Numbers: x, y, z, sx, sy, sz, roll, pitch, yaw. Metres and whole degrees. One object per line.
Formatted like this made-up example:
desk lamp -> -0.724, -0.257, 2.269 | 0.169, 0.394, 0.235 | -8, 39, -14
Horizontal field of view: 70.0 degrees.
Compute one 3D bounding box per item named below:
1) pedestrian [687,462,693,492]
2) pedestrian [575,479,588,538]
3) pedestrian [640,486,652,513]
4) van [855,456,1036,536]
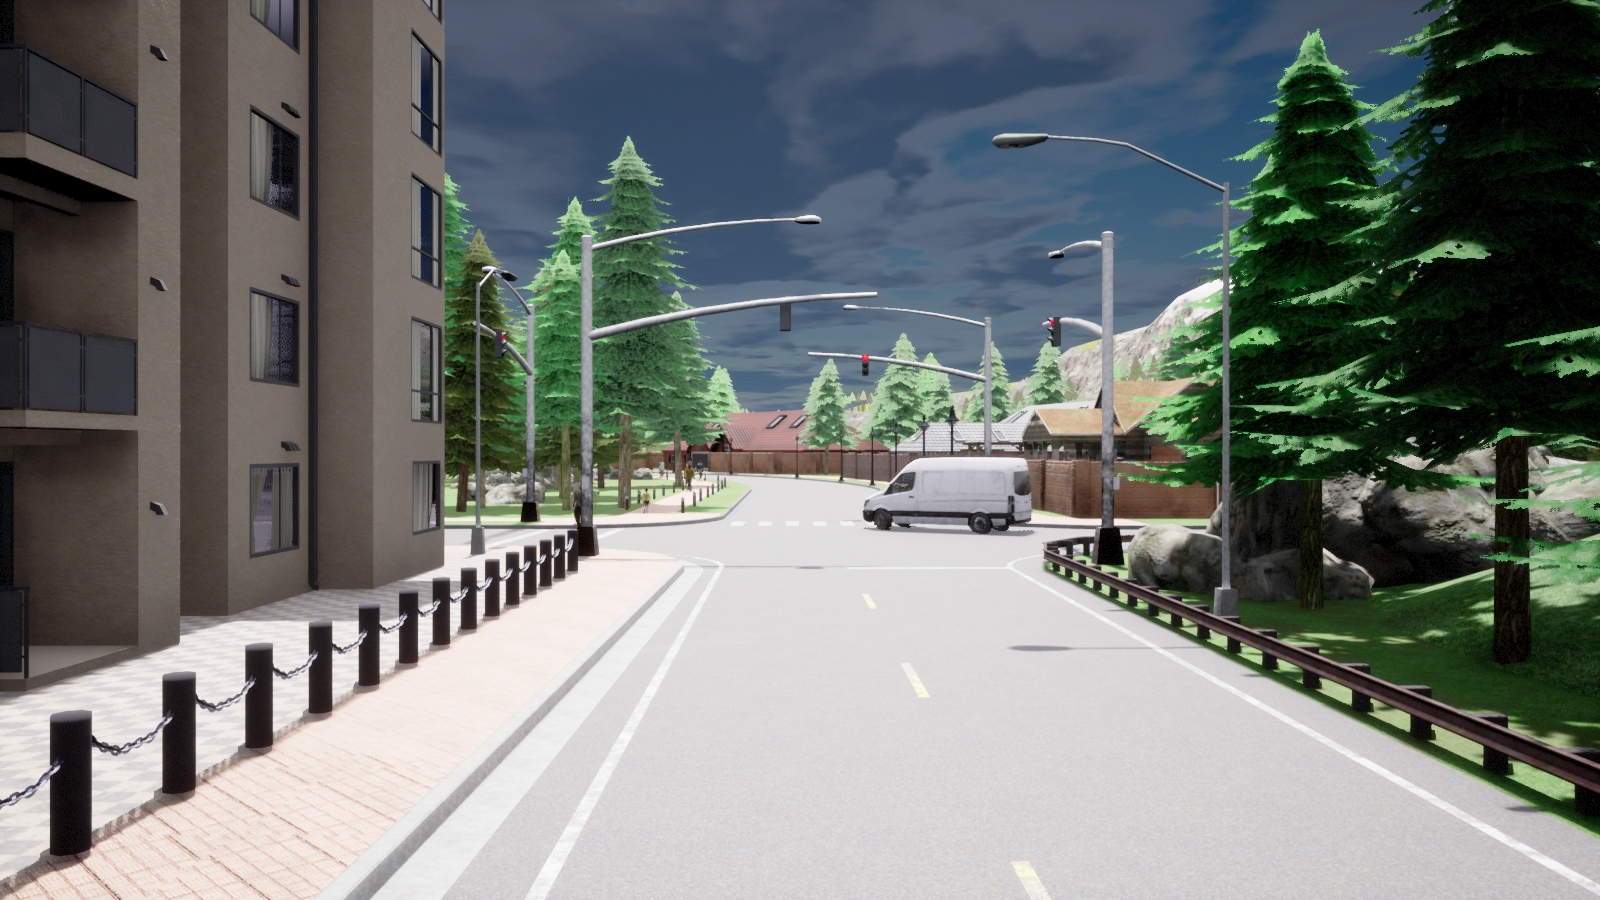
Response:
pedestrian -> -6.926, 1.707, 72.029 | 0.375, 1.860, 0.375 | 0, 0, -1
pedestrian -> -6.956, 1.852, 36.381 | 0.375, 1.860, 0.375 | 0, 0, -5
pedestrian -> -6.489, 2.073, 48.196 | 0.500, 1.100, 0.500 | 0, 0, -5
van -> 5.005, 1.532, 39.738 | 5.915, 2.561, 1.988 | 0, 0, 31
